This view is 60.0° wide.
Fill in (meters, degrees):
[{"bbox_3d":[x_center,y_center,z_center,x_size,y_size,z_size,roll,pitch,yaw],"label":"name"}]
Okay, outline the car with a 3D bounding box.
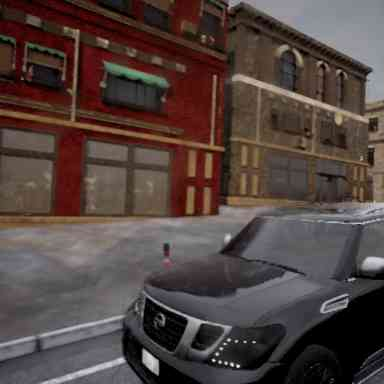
[{"bbox_3d":[1.862,1.209,4.702,5.566,2.045,2.150,0,0,-35],"label":"car"}]
